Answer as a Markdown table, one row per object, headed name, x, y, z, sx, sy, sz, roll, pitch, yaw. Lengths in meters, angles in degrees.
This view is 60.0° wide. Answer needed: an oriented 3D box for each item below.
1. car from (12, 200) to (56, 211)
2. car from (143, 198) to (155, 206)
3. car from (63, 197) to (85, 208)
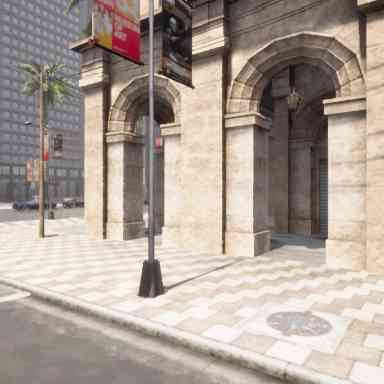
| name | x | y | z | sx | sy | sz | roll | pitch | yaw |
| --- | --- | --- | --- | --- | --- | --- | --- | --- | --- |
| car | -18.995 | 1.601 | 40.078 | 1.895 | 1.301 | 4.718 | 0 | 0 | 36 |
| car | -7.782 | 1.601 | 55.672 | 1.895 | 1.301 | 4.718 | 0 | 0 | 36 |
| car | -16.562 | 1.513 | 48.769 | 2.161 | 1.482 | 4.786 | 0 | 0 | 35 |
